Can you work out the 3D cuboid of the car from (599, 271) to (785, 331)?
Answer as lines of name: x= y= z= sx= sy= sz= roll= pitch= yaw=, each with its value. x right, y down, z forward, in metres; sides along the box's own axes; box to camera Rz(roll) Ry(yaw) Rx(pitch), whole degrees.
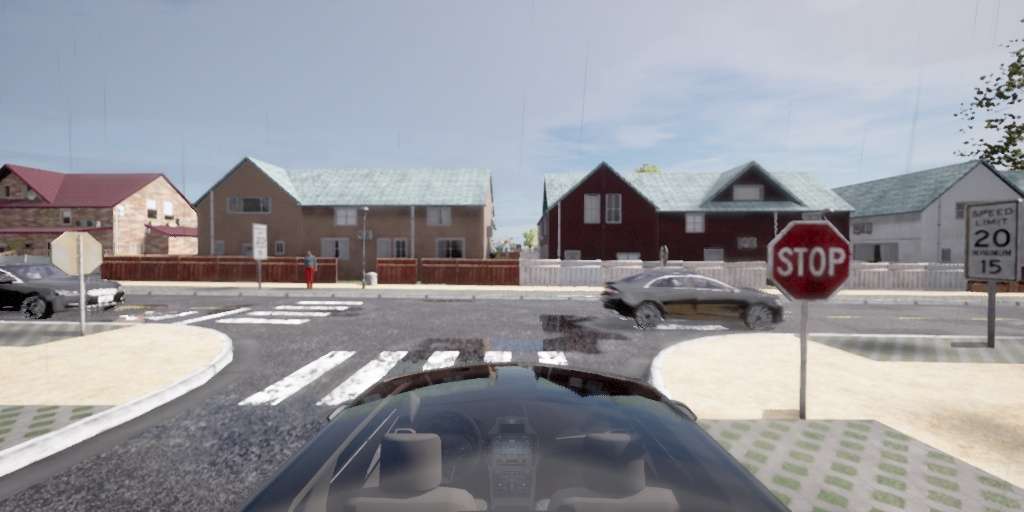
car: x=5.007 y=1.189 z=10.278 sx=4.902 sy=1.511 sz=2.128 roll=1 pitch=1 yaw=1

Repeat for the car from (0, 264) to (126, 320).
car: x=-14.577 y=0.989 z=10.756 sx=4.902 sy=1.511 sz=2.128 roll=1 pitch=1 yaw=1

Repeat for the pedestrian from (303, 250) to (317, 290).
pedestrian: x=-9.327 y=0.606 z=16.487 sx=0.375 sy=1.860 sz=0.375 roll=0 pitch=0 yaw=1
